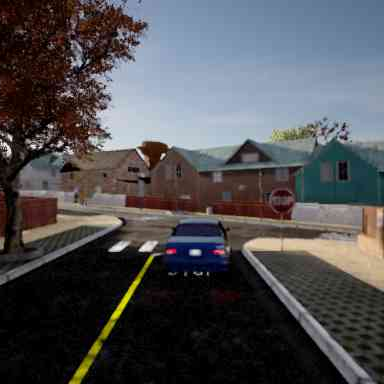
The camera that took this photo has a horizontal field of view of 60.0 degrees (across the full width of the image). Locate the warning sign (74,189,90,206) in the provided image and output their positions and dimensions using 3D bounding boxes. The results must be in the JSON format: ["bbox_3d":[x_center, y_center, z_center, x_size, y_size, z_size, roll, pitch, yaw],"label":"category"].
[{"bbox_3d":[-12.303,0.606,37.213,1.060,1.860,1.300,-1,1,32],"label":"warning sign"}]

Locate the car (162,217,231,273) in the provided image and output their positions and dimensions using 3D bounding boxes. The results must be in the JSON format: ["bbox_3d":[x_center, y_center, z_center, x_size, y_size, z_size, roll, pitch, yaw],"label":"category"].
[{"bbox_3d":[0.256,1.525,10.649,2.033,1.411,5.357,0,0,4],"label":"car"}]
